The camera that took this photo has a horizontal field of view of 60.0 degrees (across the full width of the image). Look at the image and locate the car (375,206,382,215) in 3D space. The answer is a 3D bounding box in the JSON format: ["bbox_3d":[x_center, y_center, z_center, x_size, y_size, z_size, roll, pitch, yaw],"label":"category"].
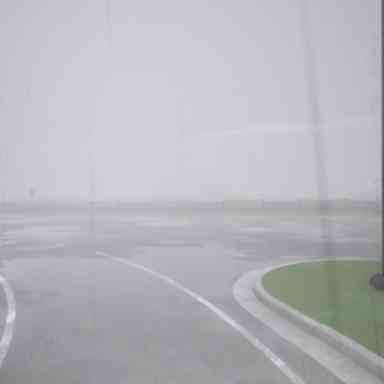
[{"bbox_3d":[16.529,1.341,24.955,4.718,1.301,1.895,-1,0,10],"label":"car"}]
